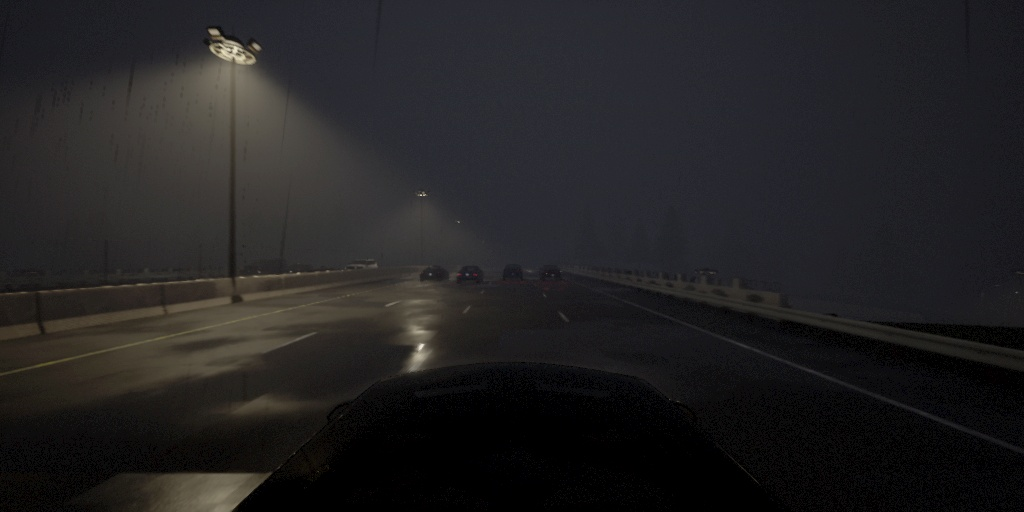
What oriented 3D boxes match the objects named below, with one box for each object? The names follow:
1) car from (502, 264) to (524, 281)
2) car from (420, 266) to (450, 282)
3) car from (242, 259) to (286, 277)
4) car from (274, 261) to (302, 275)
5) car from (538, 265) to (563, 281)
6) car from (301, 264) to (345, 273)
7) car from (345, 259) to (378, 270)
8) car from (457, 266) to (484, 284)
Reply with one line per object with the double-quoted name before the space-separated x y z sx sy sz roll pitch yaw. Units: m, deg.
"car" 0.095 1.487 34.071 1.882 1.535 5.008 0 -1 0
"car" -6.908 1.553 32.408 1.994 1.385 4.181 0 -1 0
"car" -28.061 1.348 41.073 2.150 2.045 5.566 0 -1 0
"car" -24.566 1.637 41.348 1.837 1.490 4.892 0 -1 0
"car" 3.594 1.530 33.795 1.812 1.442 4.674 0 -1 0
"car" -21.073 1.713 40.288 1.895 1.301 4.718 0 -1 0
"car" -17.565 1.365 41.952 2.150 2.045 5.566 0 -1 0
"car" -3.408 1.504 29.843 2.033 1.411 5.357 0 -1 0
